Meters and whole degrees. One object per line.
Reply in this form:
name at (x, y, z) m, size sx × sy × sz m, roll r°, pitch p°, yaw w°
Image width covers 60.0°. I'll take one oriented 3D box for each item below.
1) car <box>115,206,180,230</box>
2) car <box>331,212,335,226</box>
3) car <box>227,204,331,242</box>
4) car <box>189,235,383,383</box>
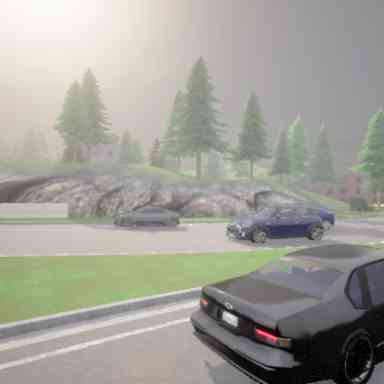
car at (-2.853, 1.626, 21.483) m, size 4.181 × 1.385 × 1.994 m, roll 0°, pitch 0°, yaw -10°
car at (6.461, 1.585, 20.556) m, size 5.008 × 1.535 × 1.882 m, roll 0°, pitch 0°, yaw -20°
car at (3.969, 1.430, 15.994) m, size 4.553 × 1.767 × 2.097 m, roll 0°, pitch 0°, yaw -18°
car at (2.616, 1.579, 5.247) m, size 5.357 × 1.411 × 2.033 m, roll 0°, pitch 0°, yaw -30°
